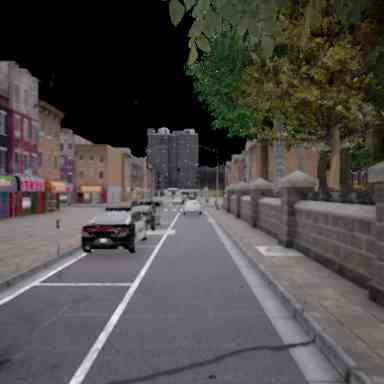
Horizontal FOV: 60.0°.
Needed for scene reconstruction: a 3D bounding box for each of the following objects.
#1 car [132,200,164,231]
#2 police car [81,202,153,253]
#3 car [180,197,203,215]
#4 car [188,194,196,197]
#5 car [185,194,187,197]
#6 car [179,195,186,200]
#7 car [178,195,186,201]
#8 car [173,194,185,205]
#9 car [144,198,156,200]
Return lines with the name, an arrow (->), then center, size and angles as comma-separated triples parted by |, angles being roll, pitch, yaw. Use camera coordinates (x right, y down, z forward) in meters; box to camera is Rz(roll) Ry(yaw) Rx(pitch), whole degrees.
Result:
car -> -3.017, 1.508, 20.745 | 1.837, 1.490, 4.892 | 0, 0, 0
police car -> -3.007, 1.427, 13.855 | 1.930, 1.638, 5.238 | 0, 0, 0
car -> 0.037, 1.534, 33.537 | 1.812, 1.442, 4.674 | 0, 0, 0
car -> 0.014, 1.215, 85.794 | 2.097, 1.767, 4.553 | 0, 0, 0
car -> -2.629, 1.343, 66.134 | 2.192, 1.841, 5.009 | 0, 0, 0
car -> -2.624, 1.602, 93.394 | 2.008, 1.369, 4.403 | 0, 0, 0
car -> -2.625, 1.613, 87.942 | 1.947, 1.339, 4.313 | 0, 0, 0
car -> -2.630, 1.550, 60.512 | 1.752, 1.417, 4.829 | 0, 0, 0
car -> -6.753, 1.586, 50.168 | 4.718, 1.301, 1.895 | 2, 4, 15
